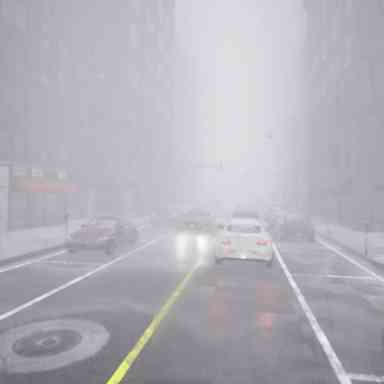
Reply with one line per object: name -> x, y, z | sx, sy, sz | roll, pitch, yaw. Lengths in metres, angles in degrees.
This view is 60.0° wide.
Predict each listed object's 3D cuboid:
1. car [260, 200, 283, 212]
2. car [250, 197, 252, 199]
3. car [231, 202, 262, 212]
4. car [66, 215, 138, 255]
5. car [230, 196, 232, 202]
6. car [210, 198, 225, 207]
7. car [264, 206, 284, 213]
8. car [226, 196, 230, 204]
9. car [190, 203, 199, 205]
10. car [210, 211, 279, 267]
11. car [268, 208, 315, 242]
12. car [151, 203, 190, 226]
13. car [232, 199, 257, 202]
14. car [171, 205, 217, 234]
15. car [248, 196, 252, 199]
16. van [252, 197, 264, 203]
car -> 7.136, 1.782, 28.579 | 1.967, 1.590, 4.097 | 1, 0, 9
car -> 15.992, 2.493, 83.186 | 1.802, 1.307, 4.206 | 1, 0, 9
car -> 3.827, 1.731, 24.005 | 1.882, 1.535, 5.008 | 1, -1, 9
car -> -3.438, 1.635, 13.514 | 1.802, 1.307, 4.206 | 1, 0, 9
car -> 8.980, 2.415, 90.074 | 1.947, 1.339, 4.313 | 1, 0, 9
car -> 4.432, 2.114, 62.033 | 2.008, 1.369, 4.403 | 1, 0, 9
car -> 6.250, 1.867, 23.130 | 1.802, 1.307, 4.206 | 1, 0, 9
car -> 8.044, 2.318, 84.299 | 1.752, 1.417, 4.829 | 1, 0, 9
car -> -0.814, 1.749, 29.687 | 1.752, 1.417, 4.829 | 1, 0, 9
car -> 1.858, 1.651, 11.900 | 1.812, 1.442, 4.674 | 1, -1, 9
car -> 5.367, 1.778, 17.683 | 2.008, 1.369, 4.403 | 1, 0, 9
car -> -1.669, 1.608, 24.410 | 1.967, 1.590, 4.097 | 1, 0, 9
car -> 5.336, 1.834, 33.951 | 1.882, 1.535, 5.008 | 1, 0, 9
car -> 0.292, 1.734, 20.629 | 1.994, 1.385, 4.181 | 1, 0, 9
car -> 16.906, 2.281, 88.796 | 2.192, 1.841, 5.009 | 1, 0, 9
van -> 12.357, 2.021, 60.757 | 1.690, 1.788, 3.998 | 1, 0, 9
